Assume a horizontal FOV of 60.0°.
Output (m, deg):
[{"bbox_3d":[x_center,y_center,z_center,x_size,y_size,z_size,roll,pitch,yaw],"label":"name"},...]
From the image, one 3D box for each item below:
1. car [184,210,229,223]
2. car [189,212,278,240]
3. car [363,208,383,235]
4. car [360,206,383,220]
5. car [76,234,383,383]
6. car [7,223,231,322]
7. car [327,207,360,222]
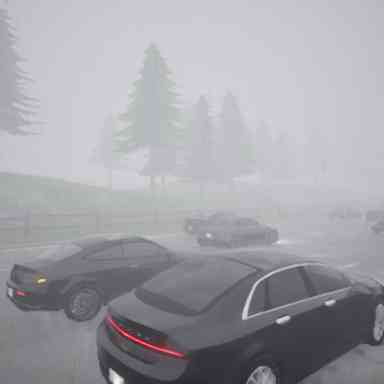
[{"bbox_3d":[1.713,1.815,19.709,5.008,1.535,1.882,1,-1,-43],"label":"car"},{"bbox_3d":[2.195,1.828,15.402,4.181,1.385,1.994,1,-1,-43],"label":"car"},{"bbox_3d":[12.860,1.903,20.665,5.357,1.411,2.033,1,-1,-44],"label":"car"},{"bbox_3d":[17.127,1.986,29.638,5.008,1.535,1.882,1,-1,-44],"label":"car"},{"bbox_3d":[1.128,1.589,4.778,4.892,1.490,1.837,1,-1,-40],"label":"car"},{"bbox_3d":[-1.481,1.655,7.469,4.674,1.442,1.812,1,-1,-39],"label":"car"},{"bbox_3d":[15.136,2.158,32.577,4.718,1.301,1.895,1,-1,-44],"label":"car"}]
